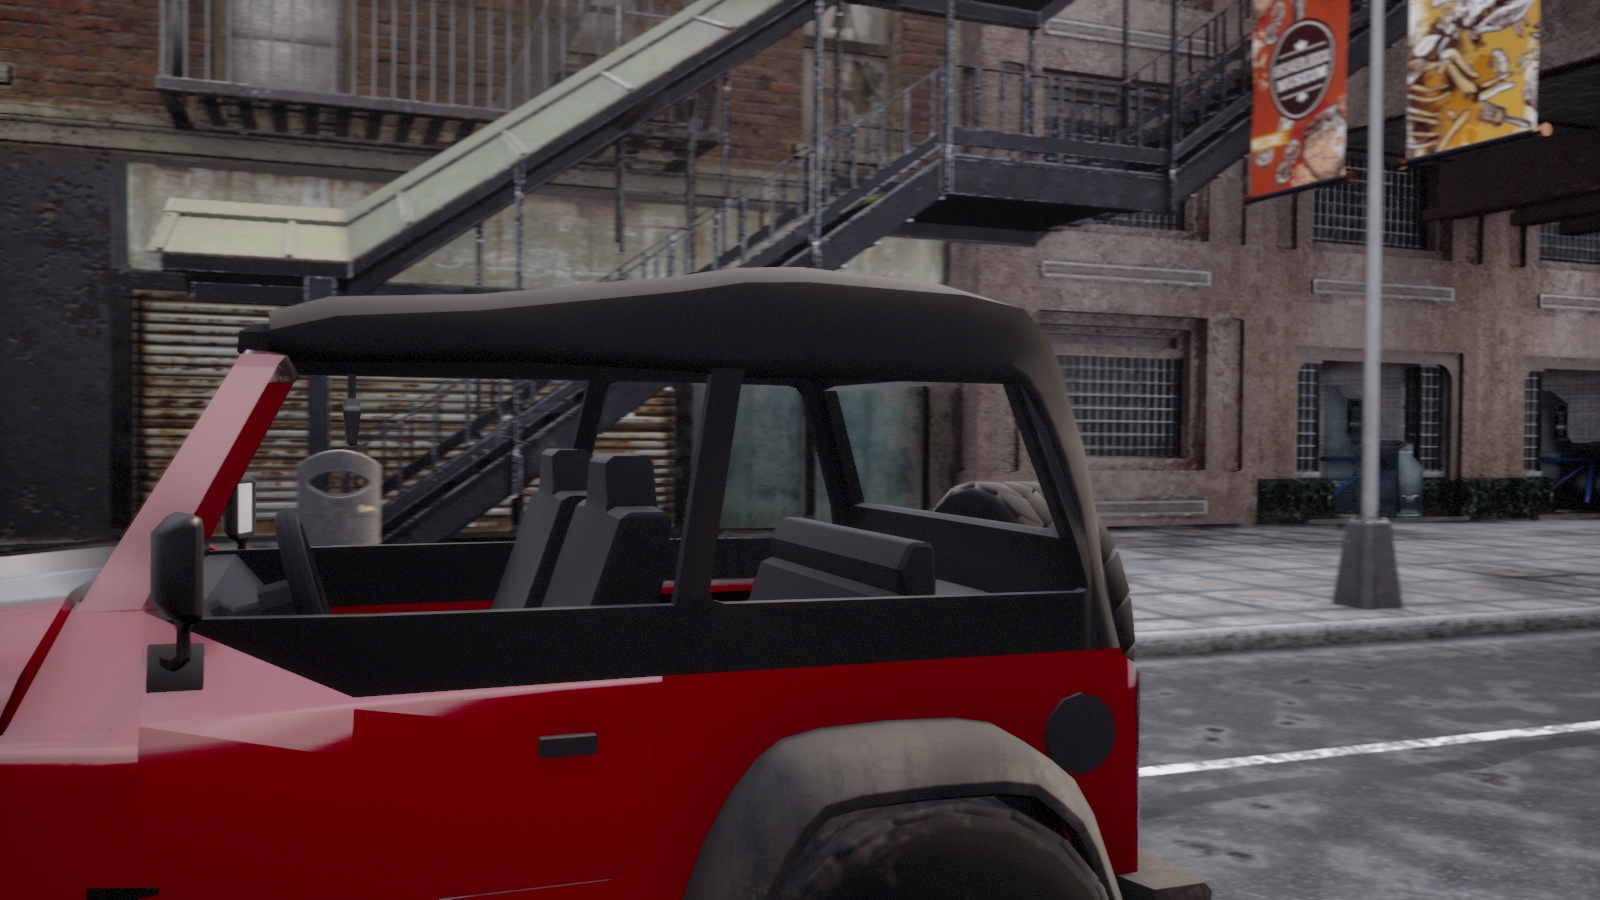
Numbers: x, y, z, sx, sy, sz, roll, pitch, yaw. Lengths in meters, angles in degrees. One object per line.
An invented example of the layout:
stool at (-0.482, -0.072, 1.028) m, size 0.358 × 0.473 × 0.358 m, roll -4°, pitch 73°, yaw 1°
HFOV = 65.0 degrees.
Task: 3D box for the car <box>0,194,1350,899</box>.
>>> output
car at (-0.982, 0.558, 2.864) m, size 3.866 × 1.878 × 1.905 m, roll -1°, pitch 1°, yaw -21°
